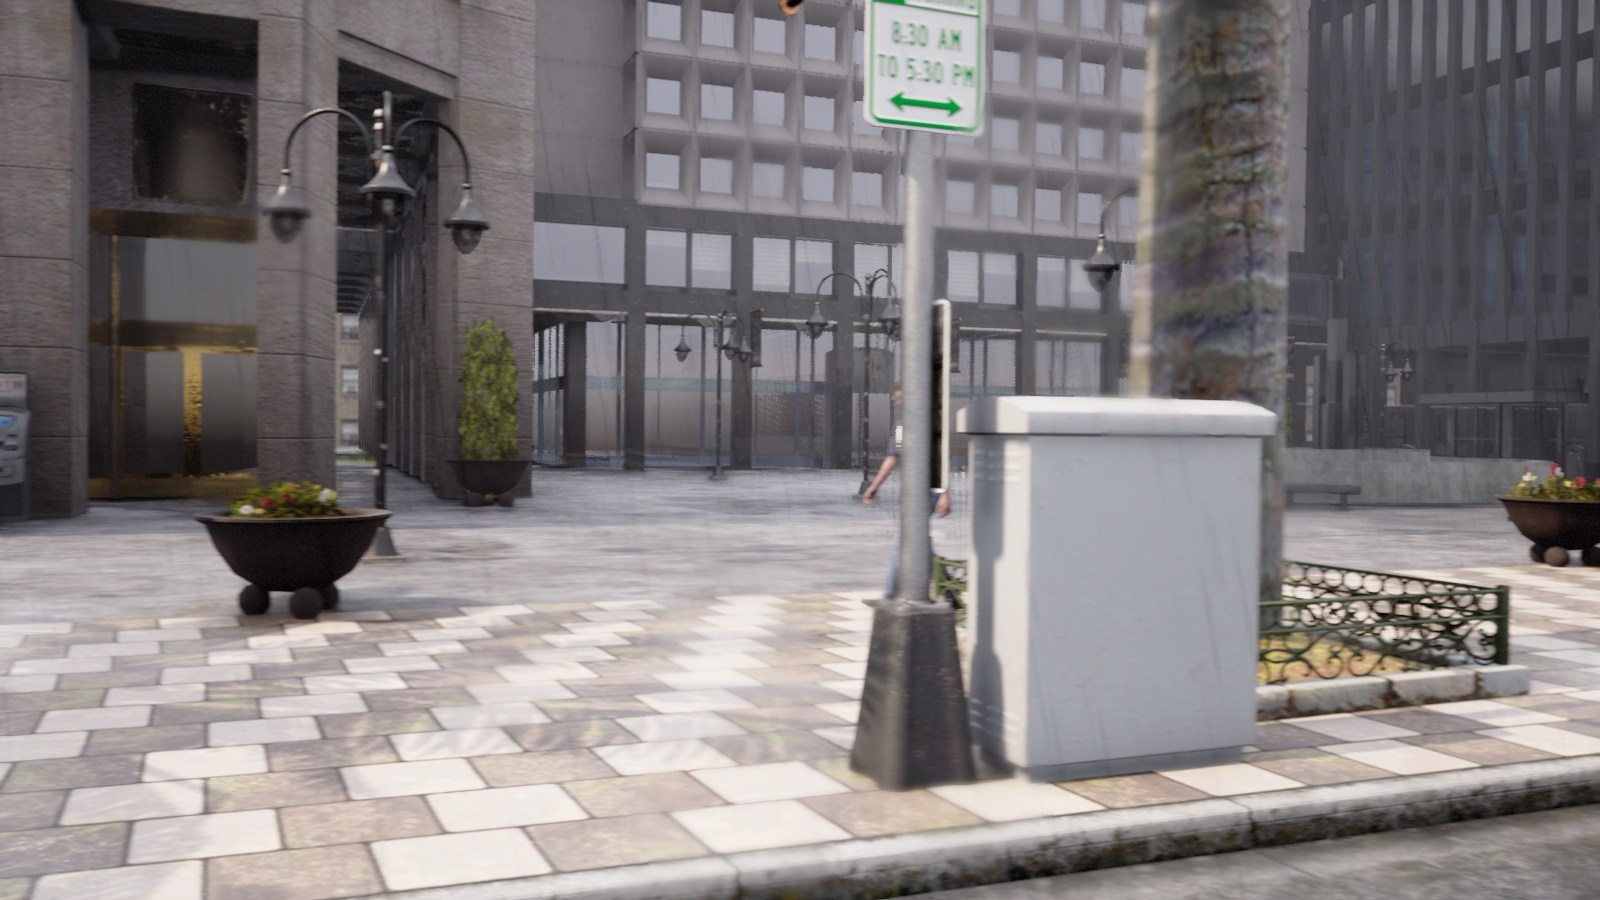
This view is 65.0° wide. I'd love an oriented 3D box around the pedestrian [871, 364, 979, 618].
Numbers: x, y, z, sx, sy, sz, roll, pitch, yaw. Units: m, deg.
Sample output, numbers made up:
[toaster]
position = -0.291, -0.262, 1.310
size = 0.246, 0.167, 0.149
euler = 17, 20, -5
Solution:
[pedestrian]
position = 0.935, 0.292, 9.405
size = 0.706, 1.836, 0.354
euler = -1, 1, -28
